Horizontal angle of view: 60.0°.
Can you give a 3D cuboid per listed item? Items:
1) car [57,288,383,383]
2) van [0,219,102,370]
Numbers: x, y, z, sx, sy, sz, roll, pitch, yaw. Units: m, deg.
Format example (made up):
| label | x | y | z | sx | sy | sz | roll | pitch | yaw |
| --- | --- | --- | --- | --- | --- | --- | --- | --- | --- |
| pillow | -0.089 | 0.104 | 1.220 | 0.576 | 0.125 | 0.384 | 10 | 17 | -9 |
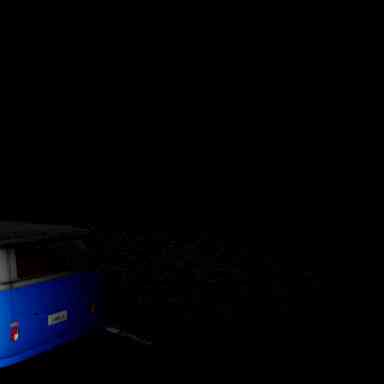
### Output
| label | x | y | z | sx | sy | sz | roll | pitch | yaw |
| --- | --- | --- | --- | --- | --- | --- | --- | --- | --- |
| car | 1.369 | 1.545 | 1.987 | 4.507 | 1.381 | 1.887 | 0 | 0 | 36 |
| van | -3.189 | 1.341 | 5.256 | 3.998 | 1.788 | 1.690 | 0 | 0 | 36 |
